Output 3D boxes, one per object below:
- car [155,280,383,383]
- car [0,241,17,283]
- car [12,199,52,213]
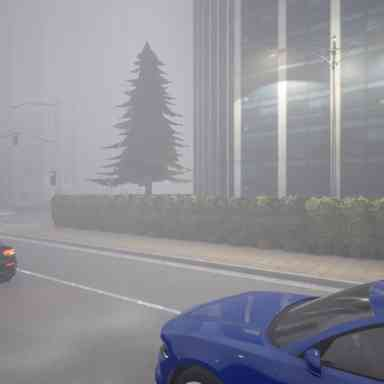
[{"bbox_3d":[1.923,1.478,2.622,5.008,1.535,1.882,0,0,36],"label":"car"},{"bbox_3d":[-6.203,1.526,8.376,4.674,1.442,1.812,0,0,36],"label":"car"},{"bbox_3d":[-17.212,1.547,37.467,2.033,1.411,5.357,0,0,36],"label":"car"}]
